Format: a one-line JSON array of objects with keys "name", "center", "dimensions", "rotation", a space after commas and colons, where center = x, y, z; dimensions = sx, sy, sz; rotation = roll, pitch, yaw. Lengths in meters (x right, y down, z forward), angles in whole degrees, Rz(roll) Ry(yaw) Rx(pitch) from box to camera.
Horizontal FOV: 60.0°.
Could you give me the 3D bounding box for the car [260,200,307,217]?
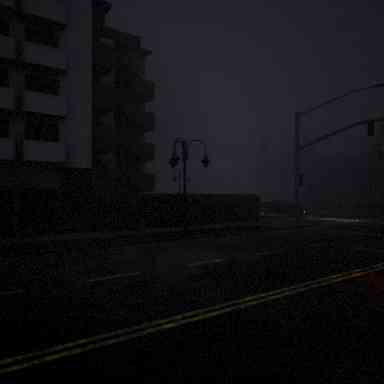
[{"name": "car", "center": [8.435, 1.492, 31.304], "dimensions": [2.128, 1.511, 4.902], "rotation": [0, 0, -37]}]
